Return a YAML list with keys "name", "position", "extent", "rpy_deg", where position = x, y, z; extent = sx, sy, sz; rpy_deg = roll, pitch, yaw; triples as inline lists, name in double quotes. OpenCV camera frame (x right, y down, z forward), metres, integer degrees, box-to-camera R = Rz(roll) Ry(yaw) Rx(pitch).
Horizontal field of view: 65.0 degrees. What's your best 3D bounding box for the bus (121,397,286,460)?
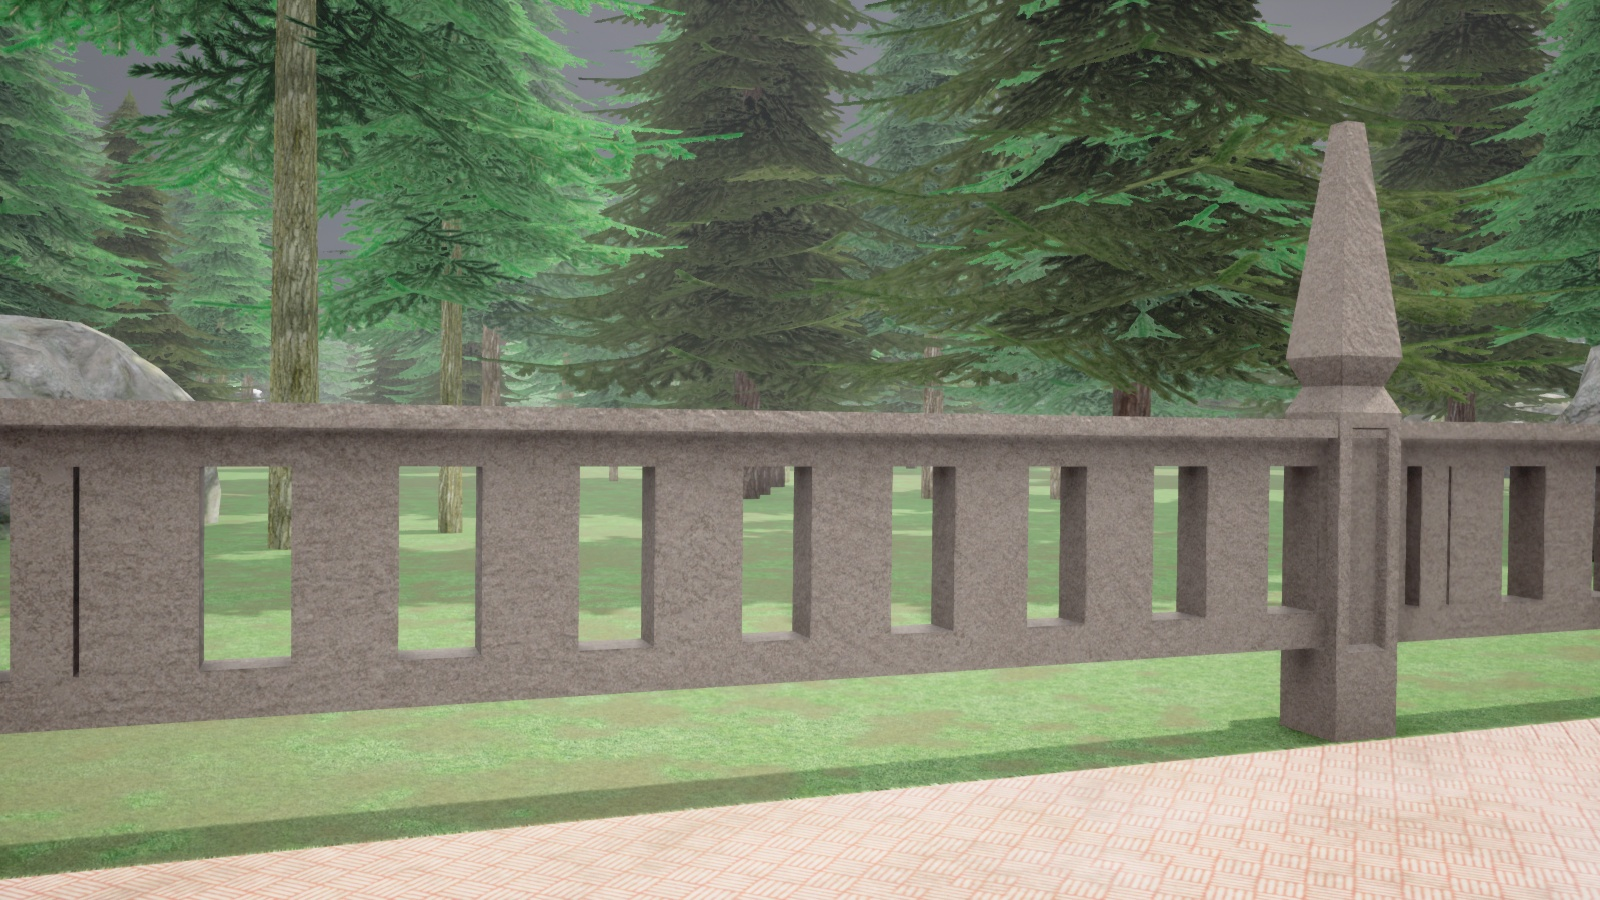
- name: "bus"
  position: [-42.433, -1.581, 89.829]
  extent: [10.273, 4.253, 3.944]
  rpy_deg: [-1, 1, -21]
